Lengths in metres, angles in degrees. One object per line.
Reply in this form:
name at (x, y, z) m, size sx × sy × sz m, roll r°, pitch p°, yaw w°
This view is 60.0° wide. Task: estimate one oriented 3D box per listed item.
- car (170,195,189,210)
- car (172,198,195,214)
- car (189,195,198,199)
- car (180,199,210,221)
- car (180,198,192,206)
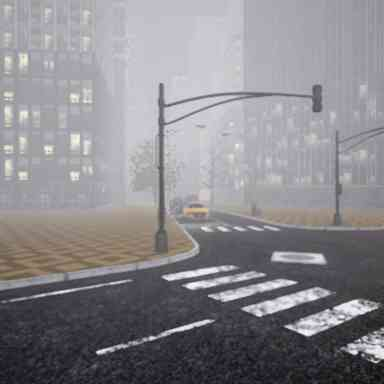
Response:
car at (-2.082, 1.656, 49.171) m, size 2.097 × 1.767 × 4.553 m, roll 0°, pitch 0°, yaw -7°
car at (-0.858, 1.777, 38.979) m, size 2.033 × 1.411 × 5.357 m, roll 0°, pitch 0°, yaw -7°
car at (-0.045, 1.584, 58.026) m, size 2.150 × 2.045 × 5.566 m, roll 0°, pitch 0°, yaw -7°
car at (0.330, 1.639, 29.168) m, size 1.882 × 1.535 × 5.008 m, roll 0°, pitch 0°, yaw -7°
car at (-1.292, 1.995, 68.334) m, size 2.033 × 1.411 × 5.357 m, roll 0°, pitch 0°, yaw -7°
